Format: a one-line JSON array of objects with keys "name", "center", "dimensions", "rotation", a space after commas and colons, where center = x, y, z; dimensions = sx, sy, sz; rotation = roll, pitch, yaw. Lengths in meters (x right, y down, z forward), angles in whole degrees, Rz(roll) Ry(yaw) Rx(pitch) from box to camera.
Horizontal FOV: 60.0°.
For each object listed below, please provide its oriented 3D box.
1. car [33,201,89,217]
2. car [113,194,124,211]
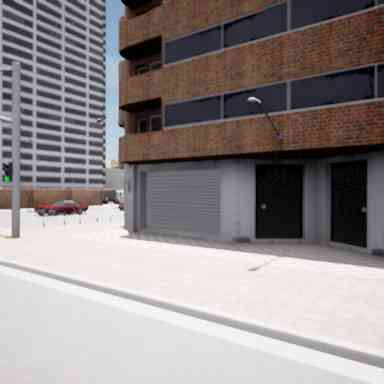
[{"name": "car", "center": [-12.134, 1.502, 30.952], "dimensions": [1.895, 1.301, 4.718], "rotation": [0, 0, 35]}, {"name": "car", "center": [-6.419, 1.378, 39.056], "dimensions": [1.882, 1.535, 5.008], "rotation": [0, 0, 35]}]
